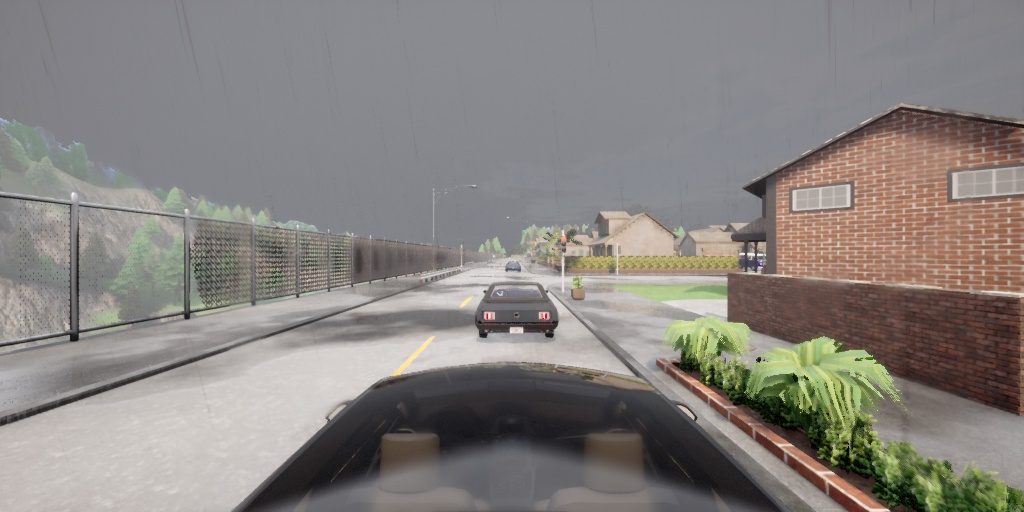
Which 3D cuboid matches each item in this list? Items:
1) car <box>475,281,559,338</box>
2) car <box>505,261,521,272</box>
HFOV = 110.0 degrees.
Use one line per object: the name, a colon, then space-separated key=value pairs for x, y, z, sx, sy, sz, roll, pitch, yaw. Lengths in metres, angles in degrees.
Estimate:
car: x=0.108 y=1.351 z=10.145 sx=1.895 sy=1.301 sz=4.718 roll=0 pitch=0 yaw=0
car: x=0.152 y=1.314 z=46.314 sx=1.994 sy=1.385 sz=4.181 roll=0 pitch=0 yaw=0
